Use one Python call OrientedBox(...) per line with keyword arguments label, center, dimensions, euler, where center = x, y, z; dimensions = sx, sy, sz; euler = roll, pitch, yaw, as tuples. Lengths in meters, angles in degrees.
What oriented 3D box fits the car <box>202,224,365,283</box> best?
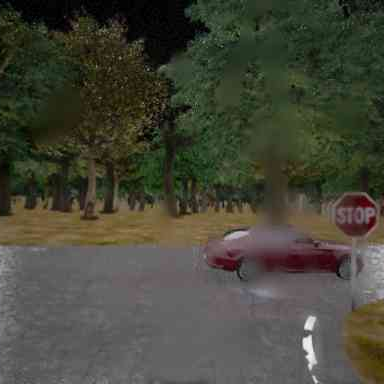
OrientedBox(label="car", center=(2.639, 1.687, 9.769), dimensions=(4.674, 1.442, 1.812), euler=(1, 0, -9))
